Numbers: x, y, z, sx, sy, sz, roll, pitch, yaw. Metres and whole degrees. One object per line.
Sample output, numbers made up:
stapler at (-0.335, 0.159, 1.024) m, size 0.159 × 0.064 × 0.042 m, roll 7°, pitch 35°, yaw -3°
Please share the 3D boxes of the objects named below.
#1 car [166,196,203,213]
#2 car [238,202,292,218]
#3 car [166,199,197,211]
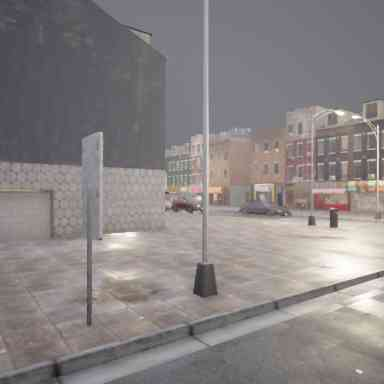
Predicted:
car at (-0.400, 1.411, 37.223) m, size 2.192 × 1.841 × 5.009 m, roll 0°, pitch 0°, yaw -35°
car at (6.770, 1.621, 31.539) m, size 2.033 × 1.411 × 5.357 m, roll 0°, pitch 0°, yaw -35°
car at (-1.465, 1.651, 43.126) m, size 1.812 × 1.442 × 4.674 m, roll 0°, pitch 0°, yaw -35°
